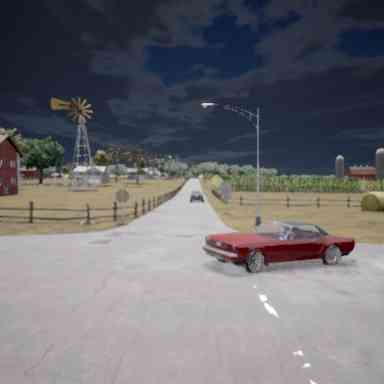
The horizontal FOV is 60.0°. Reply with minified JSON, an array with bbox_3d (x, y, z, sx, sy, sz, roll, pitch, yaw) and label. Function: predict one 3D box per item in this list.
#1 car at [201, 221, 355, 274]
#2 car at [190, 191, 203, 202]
[{"bbox_3d":[2.714,1.588,10.397,4.718,1.301,1.895,1,0,-26],"label":"car"},{"bbox_3d":[0.777,0.613,53.803,2.097,1.767,4.553,0,2,1],"label":"car"}]
